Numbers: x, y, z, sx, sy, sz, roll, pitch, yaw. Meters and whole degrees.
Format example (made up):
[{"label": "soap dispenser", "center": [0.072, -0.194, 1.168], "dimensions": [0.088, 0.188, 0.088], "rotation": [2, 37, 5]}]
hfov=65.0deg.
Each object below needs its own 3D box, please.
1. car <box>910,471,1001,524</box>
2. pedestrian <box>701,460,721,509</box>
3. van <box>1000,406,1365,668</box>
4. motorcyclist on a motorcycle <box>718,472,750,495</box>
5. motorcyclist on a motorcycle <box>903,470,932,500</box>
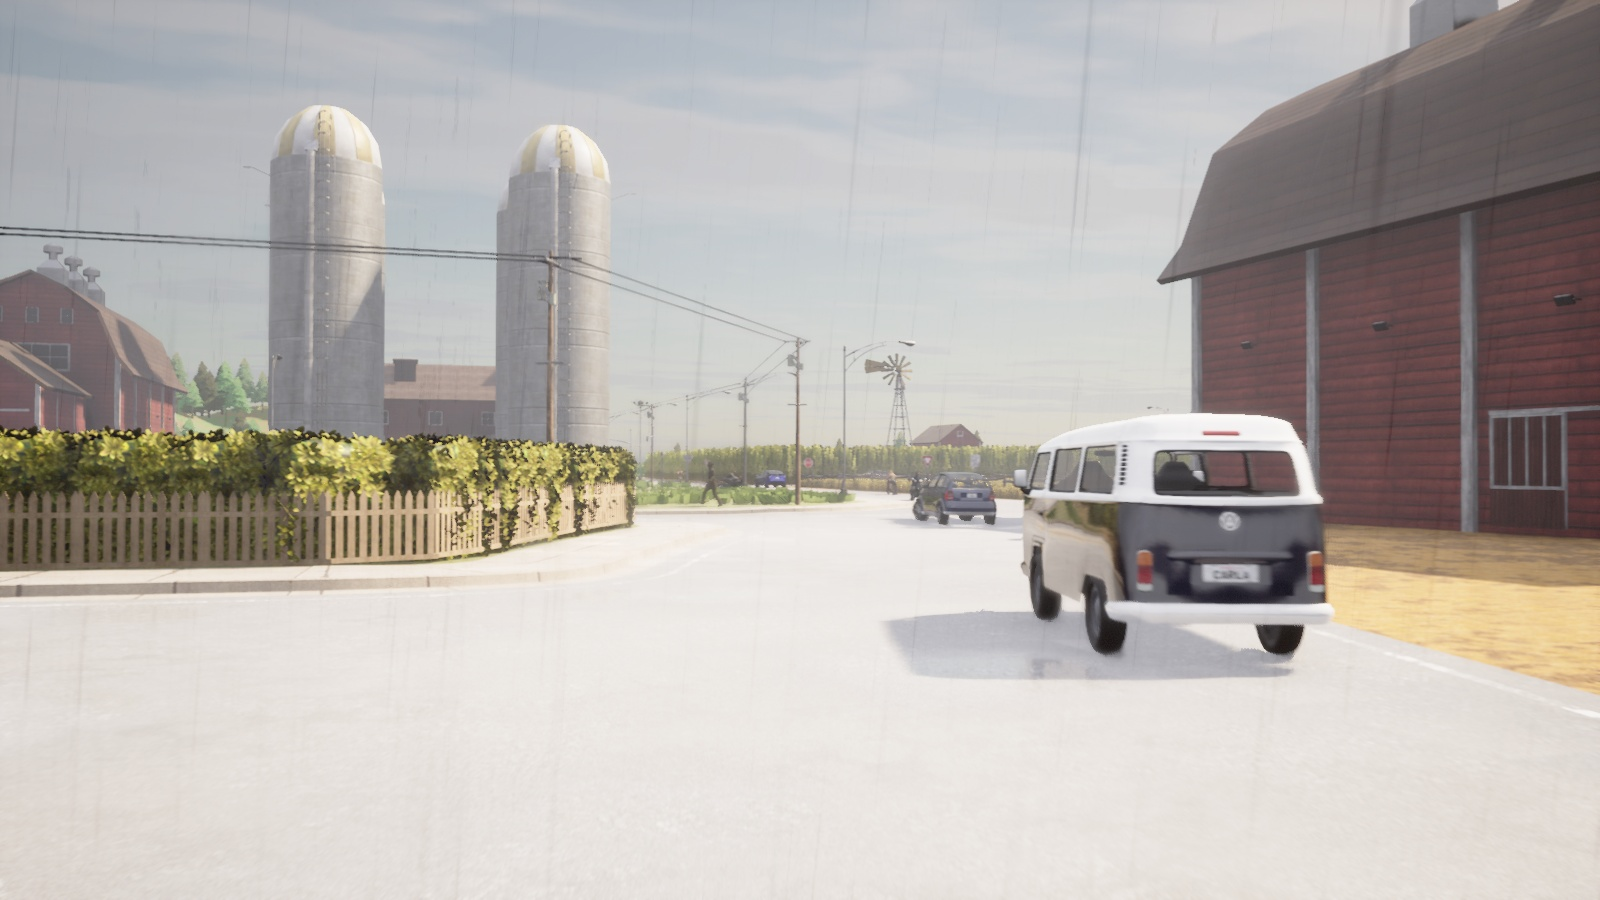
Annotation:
[{"label": "car", "center": [4.702, 1.425, 38.399], "dimensions": [1.789, 1.549, 3.705], "rotation": [1, -1, -9]}, {"label": "pedestrian", "center": [-3.580, 1.378, 50.382], "dimensions": [0.692, 1.930, 0.395], "rotation": [0, -1, -24]}, {"label": "van", "center": [3.341, 0.717, 12.038], "dimensions": [2.069, 2.038, 4.480], "rotation": [0, -1, -1]}, {"label": "motorcyclist on a motorcycle", "center": [-4.497, 2.261, 85.507], "dimensions": [2.191, 1.530, 0.866], "rotation": [0, 0, -6]}, {"label": "motorcyclist on a motorcycle", "center": [6.284, 1.875, 67.314], "dimensions": [0.866, 1.590, 1.817], "rotation": [0, -1, -17]}]
